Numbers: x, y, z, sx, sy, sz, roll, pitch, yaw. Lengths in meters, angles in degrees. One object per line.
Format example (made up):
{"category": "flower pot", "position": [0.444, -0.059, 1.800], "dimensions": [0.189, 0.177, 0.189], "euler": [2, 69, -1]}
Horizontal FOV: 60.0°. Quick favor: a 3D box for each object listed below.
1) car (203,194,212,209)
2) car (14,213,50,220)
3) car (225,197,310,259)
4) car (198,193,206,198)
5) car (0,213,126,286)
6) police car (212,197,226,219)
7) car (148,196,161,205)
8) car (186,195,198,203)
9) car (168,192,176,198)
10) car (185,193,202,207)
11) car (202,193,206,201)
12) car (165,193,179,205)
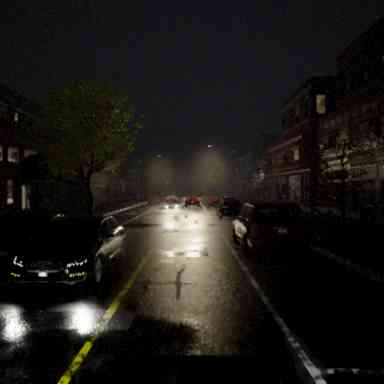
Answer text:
{"category": "car", "position": [2.699, 1.283, 39.952], "dimensions": [1.887, 1.381, 4.507], "euler": [-1, 0, 0]}
{"category": "car", "position": [-5.690, 1.485, 12.235], "dimensions": [1.947, 1.339, 4.313], "euler": [-1, 0, 0]}
{"category": "car", "position": [2.689, 1.234, 12.231], "dimensions": [2.192, 1.841, 5.009], "euler": [-1, 0, 0]}
{"category": "car", "position": [2.714, 0.953, 89.847], "dimensions": [1.887, 1.381, 4.507], "euler": [-1, 0, 0]}
{"category": "car", "position": [-3.098, 1.443, 9.330], "dimensions": [1.837, 1.490, 4.892], "euler": [0, 0, 0]}
{"category": "police car", "position": [3.007, 1.249, 26.922], "dimensions": [1.930, 1.638, 5.238], "euler": [0, 0, 0]}
{"category": "car", "position": [-5.678, 1.247, 51.043], "dimensions": [1.802, 1.307, 4.206], "euler": [0, 0, 0]}
{"category": "car", "position": [0.017, 1.185, 57.694], "dimensions": [1.994, 1.385, 4.181], "euler": [0, 0, 0]}
{"category": "car", "position": [-5.666, 0.811, 95.393], "dimensions": [1.967, 1.590, 4.097], "euler": [0, 0, 0]}
{"category": "car", "position": [0.058, 1.178, 45.618], "dimensions": [1.882, 1.535, 5.008], "euler": [0, 0, 0]}
{"category": "car", "position": [2.707, 1.079, 67.842], "dimensions": [1.752, 1.417, 4.829], "euler": [-1, 0, 0]}
{"category": "car", "position": [-3.058, 1.261, 51.734], "dimensions": [1.895, 1.301, 4.718], "euler": [0, 0, 0]}
